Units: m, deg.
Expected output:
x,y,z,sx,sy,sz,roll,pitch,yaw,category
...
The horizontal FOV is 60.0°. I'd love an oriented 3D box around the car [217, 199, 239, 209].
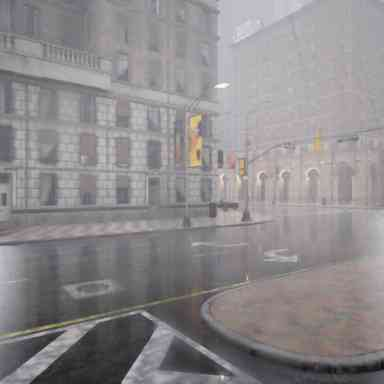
x,y,z,sx,sy,sz,roll,pitch,yaw,category
4.027,1.601,43.907,1.895,1.301,4.718,0,0,-36,car
